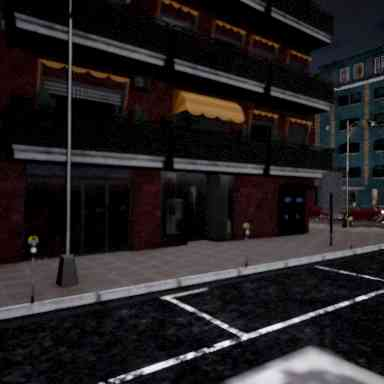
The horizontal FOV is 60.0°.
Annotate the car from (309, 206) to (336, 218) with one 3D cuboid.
[{"bbox_3d":[13.833,2.188,37.002,1.802,1.307,4.206,0,-1,-35],"label":"car"}]

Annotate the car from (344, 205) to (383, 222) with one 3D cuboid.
[{"bbox_3d":[17.020,1.977,32.462,1.967,1.590,4.097,0,-1,-35],"label":"car"}]
